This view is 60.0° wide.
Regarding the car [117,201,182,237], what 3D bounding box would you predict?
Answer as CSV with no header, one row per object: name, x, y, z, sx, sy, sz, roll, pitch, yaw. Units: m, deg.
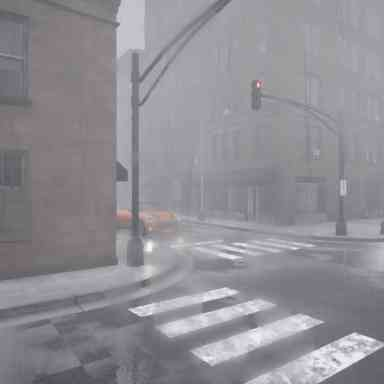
car,-2.456,1.263,17.675,2.097,1.767,4.553,0,0,-35
